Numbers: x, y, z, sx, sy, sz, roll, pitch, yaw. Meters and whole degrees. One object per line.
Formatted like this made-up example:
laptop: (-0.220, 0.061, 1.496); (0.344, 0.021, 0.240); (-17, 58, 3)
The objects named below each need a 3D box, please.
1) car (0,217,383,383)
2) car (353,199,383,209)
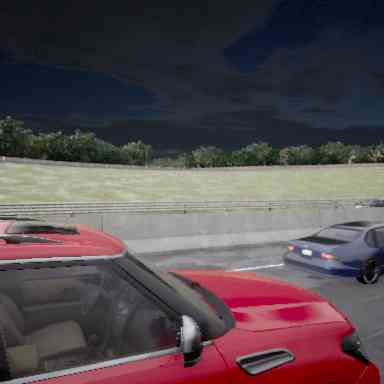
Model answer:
car: (-1.241, 1.222, 2.351); (5.566, 2.045, 2.150); (0, 0, -26)
car: (19.737, 1.487, 36.257); (4.902, 1.511, 2.128); (0, 0, -26)
